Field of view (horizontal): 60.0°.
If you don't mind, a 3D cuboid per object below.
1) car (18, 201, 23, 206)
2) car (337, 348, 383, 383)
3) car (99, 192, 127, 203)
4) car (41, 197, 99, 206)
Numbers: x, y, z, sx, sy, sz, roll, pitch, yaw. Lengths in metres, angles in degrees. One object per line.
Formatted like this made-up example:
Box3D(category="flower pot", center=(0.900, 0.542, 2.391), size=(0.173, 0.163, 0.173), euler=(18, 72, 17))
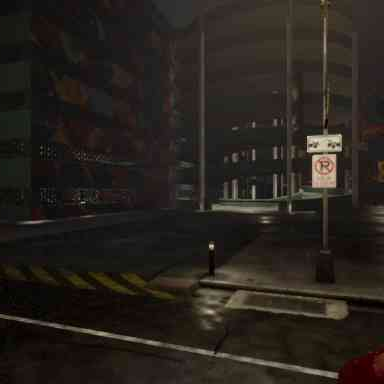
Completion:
Box3D(category="car", center=(-20.326, 1.463, 43.492), size=(4.718, 1.301, 1.895), euler=(0, 0, 20))
Box3D(category="car", center=(3.242, 1.526, 1.669), size=(4.674, 1.442, 1.812), euler=(0, 0, 21))
Box3D(category="car", center=(-14.639, 1.028, 61.114), size=(5.566, 2.045, 2.435), euler=(0, 0, 20))
Box3D(category="car", center=(-11.903, 1.320, 32.363), size=(4.674, 1.452, 2.002), euler=(0, 0, 20))
